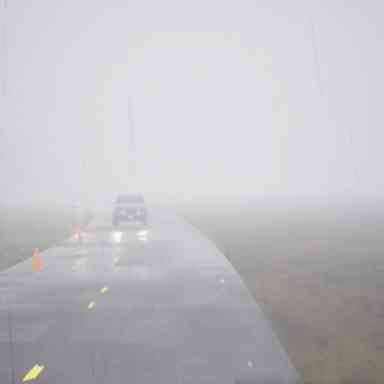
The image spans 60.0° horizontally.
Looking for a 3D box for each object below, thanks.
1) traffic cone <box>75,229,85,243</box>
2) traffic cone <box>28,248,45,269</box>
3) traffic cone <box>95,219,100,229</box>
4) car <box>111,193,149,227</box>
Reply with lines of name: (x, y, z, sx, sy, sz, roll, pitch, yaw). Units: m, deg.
traffic cone: (-4.899, 1.896, 14.545, 0.340, 0.580, 0.340, 0, 0, -6)
traffic cone: (-4.530, 1.919, 9.694, 0.340, 0.580, 0.340, 0, 0, -3)
traffic cone: (-5.533, 1.872, 19.368, 0.340, 0.580, 0.340, 0, 0, -9)
car: (-4.179, 1.116, 22.523, 2.150, 2.045, 5.566, 0, 0, -12)
